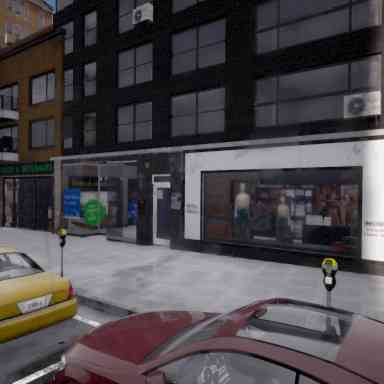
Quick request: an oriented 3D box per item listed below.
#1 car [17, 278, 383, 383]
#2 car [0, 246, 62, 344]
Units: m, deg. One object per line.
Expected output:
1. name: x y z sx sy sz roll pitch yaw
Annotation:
1. car: 0.621 1.582 2.634 4.206 1.307 1.802 0 1 36
2. car: -4.065 1.523 5.977 4.829 1.417 1.752 0 1 36
